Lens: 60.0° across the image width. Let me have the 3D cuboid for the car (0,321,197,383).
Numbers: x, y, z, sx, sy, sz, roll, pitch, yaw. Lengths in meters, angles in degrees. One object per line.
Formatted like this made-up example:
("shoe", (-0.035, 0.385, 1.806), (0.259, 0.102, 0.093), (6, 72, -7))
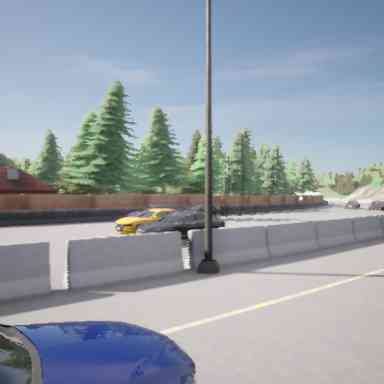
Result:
("car", (-2.070, 1.558, 2.088), (4.674, 1.442, 1.812), (0, 0, -35))

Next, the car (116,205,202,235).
("car", (-2.064, 1.741, 19.800), (5.008, 1.535, 1.882), (1, -1, -38))

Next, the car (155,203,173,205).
("car", (-2.551, 1.668, 23.873), (4.553, 1.767, 2.097), (1, -1, -39))

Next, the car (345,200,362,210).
("car", (26.231, 2.033, 54.156), (1.812, 1.442, 4.674), (-1, -1, 35))

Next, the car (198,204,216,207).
("car", (0.817, 1.889, 31.254), (5.008, 1.535, 1.882), (1, -1, -41))

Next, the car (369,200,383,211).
("car", (29.110, 2.057, 52.164), (2.097, 1.767, 4.553), (-1, -1, 35))

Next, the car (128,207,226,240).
("car", (-0.445, 1.726, 16.638), (4.892, 1.490, 1.837), (1, -1, -38))
